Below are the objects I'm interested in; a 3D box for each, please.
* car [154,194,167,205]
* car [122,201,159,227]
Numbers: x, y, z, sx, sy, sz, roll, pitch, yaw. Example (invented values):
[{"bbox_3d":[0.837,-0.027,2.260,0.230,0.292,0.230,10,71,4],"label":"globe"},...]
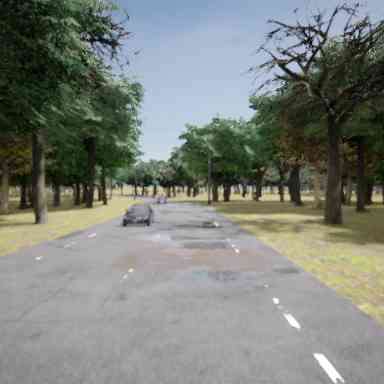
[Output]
[{"bbox_3d":[-5.830,1.651,64.461,2.128,1.511,4.902,0,0,-5],"label":"car"},{"bbox_3d":[-3.637,1.571,23.406,1.812,1.442,4.674,0,0,-1],"label":"car"}]
